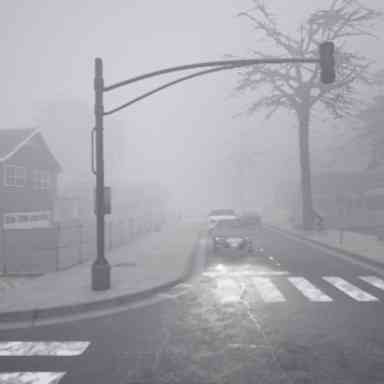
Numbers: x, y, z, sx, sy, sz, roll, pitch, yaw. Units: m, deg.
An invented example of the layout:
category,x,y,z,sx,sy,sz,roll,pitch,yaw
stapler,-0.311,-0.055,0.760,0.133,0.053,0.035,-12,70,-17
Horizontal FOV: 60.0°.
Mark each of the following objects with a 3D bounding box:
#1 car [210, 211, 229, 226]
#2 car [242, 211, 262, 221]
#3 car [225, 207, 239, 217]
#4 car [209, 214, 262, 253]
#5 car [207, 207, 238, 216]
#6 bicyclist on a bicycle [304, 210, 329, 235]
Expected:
category,x,y,z,sx,sy,sz,roll,pitch,yaw
car,3.019,2.972,37.366,2.033,1.411,5.357,-1,-2,3
car,5.752,2.679,33.333,1.882,1.535,5.008,-1,-2,3
car,7.112,3.578,59.981,2.097,1.767,4.553,-1,-2,3
car,1.959,2.131,16.897,2.128,1.511,4.902,-1,-2,3
car,2.462,2.240,26.795,2.150,2.045,5.566,-1,-2,3
bicyclist on a bicycle,8.056,1.985,21.574,1.656,1.620,0.582,-2,-2,3
